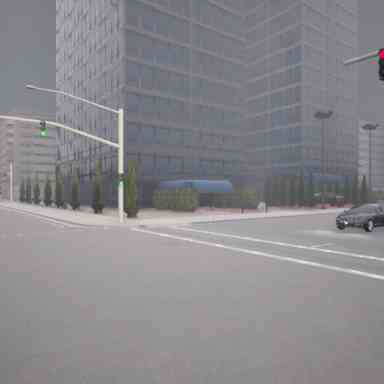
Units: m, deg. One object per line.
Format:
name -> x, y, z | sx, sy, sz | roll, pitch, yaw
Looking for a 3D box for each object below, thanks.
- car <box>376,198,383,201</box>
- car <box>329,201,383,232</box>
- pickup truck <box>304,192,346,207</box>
car -> 17.263, 1.352, 29.595 | 4.553, 1.767, 2.097 | 0, 0, -37
car -> 10.631, 1.505, 20.222 | 4.892, 1.490, 1.837 | 0, 0, -37
pickup truck -> 18.286, 1.059, 46.673 | 6.274, 2.098, 2.390 | 0, 0, -6
